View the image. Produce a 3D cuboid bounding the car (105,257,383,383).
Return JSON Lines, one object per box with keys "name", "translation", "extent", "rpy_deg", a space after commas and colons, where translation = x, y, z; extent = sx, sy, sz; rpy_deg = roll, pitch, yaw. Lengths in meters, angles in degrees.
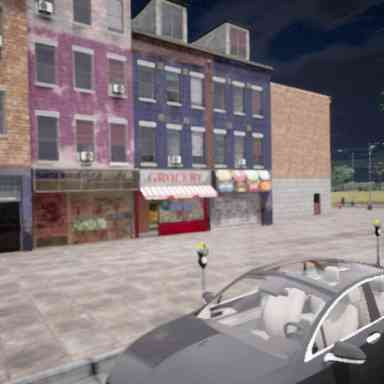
{"name": "car", "translation": [1.237, 1.511, 3.687], "extent": [4.403, 1.369, 2.008], "rpy_deg": [-1, 0, -35]}
